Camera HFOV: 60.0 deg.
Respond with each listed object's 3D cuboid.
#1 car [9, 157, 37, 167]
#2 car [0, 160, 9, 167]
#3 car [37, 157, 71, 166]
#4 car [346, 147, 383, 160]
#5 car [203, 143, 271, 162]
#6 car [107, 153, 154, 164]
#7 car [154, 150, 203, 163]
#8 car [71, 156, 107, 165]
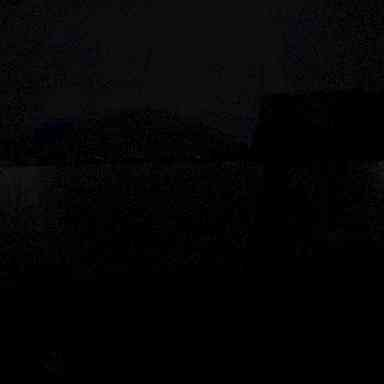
[{"bbox_3d":[-20.625,-3.643,42.457,4.553,1.767,2.185,1,1,31],"label":"car"},{"bbox_3d":[-25.378,-3.599,45.275,5.008,1.535,2.097,1,1,32],"label":"car"},{"bbox_3d":[-15.633,-3.404,39.653,4.792,1.488,2.163,1,1,29],"label":"car"},{"bbox_3d":[14.422,-2.694,25.545,4.674,1.452,2.002,2,1,22],"label":"car"},{"bbox_3d":[4.240,-3.296,29.796,5.566,2.045,2.435,1,1,25],"label":"car"},{"bbox_3d":[-5.940,-3.271,34.583,4.892,1.521,2.231,1,1,27],"label":"car"},{"bbox_3d":[-0.860,-3.295,32.138,4.553,1.767,2.185,1,1,26],"label":"car"},{"bbox_3d":[-10.770,-3.313,37.043,4.674,1.452,2.002,1,1,28],"label":"car"}]
